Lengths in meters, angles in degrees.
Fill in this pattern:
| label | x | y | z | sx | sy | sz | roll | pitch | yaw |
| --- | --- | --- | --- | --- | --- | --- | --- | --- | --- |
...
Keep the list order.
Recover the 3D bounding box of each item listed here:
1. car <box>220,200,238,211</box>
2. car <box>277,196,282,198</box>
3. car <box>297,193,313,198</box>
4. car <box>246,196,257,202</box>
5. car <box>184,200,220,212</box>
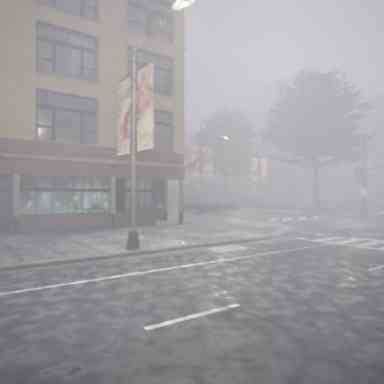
| label | x | y | z | sx | sy | sz | roll | pitch | yaw |
| --- | --- | --- | --- | --- | --- | --- | --- | --- | --- |
| car | 3.617 | 1.714 | 42.046 | 1.895 | 1.301 | 4.718 | 0 | 0 | -36 |
| car | 23.270 | 1.753 | 87.427 | 1.895 | 1.301 | 4.718 | 0 | 0 | -36 |
| car | 24.127 | 1.579 | 73.497 | 2.002 | 1.452 | 4.674 | 0 | 0 | -36 |
| car | 13.633 | 1.654 | 80.956 | 2.161 | 1.482 | 4.786 | 0 | 0 | -36 |
| car | 0.855 | 1.699 | 39.893 | 1.895 | 1.301 | 4.718 | 0 | 0 | -36 |
